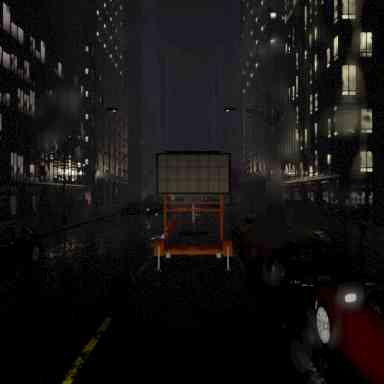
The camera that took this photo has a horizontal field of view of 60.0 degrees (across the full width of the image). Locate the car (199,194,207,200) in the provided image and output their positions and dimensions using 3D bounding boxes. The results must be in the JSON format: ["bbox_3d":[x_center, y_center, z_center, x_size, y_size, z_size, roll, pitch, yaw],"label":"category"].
[{"bbox_3d":[3.094,1.389,94.129,1.887,1.381,4.507,1,0,0],"label":"car"}]

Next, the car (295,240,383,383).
[{"bbox_3d":[2.710,1.545,3.332,1.887,1.381,4.507,0,0,0],"label":"car"}]

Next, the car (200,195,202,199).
[{"bbox_3d":[2.950,1.519,60.080,1.802,1.307,4.206,1,0,0],"label":"car"}]

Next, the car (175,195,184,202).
[{"bbox_3d":[-2.687,1.381,74.449,1.882,1.535,5.008,0,0,0],"label":"car"}]

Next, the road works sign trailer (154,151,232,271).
[{"bbox_3d":[0.046,0.463,10.928,2.380,3.560,2.880,0,0,0],"label":"road works sign trailer"}]

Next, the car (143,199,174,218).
[{"bbox_3d":[-2.974,1.585,30.219,1.895,1.301,4.718,0,0,0],"label":"car"}]

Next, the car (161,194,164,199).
[{"bbox_3d":[-5.477,1.274,48.780,2.192,1.841,5.009,0,0,0],"label":"car"}]

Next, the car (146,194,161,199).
[{"bbox_3d":[-5.502,1.407,43.105,1.967,1.590,4.097,0,0,0],"label":"car"}]

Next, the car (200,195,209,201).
[{"bbox_3d":[3.046,1.445,82.779,1.947,1.339,4.313,1,0,0],"label":"car"}]

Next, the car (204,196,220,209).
[{"bbox_3d":[2.878,1.533,43.057,1.947,1.339,4.313,0,0,0],"label":"car"}]

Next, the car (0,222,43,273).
[{"bbox_3d":[-5.646,1.550,9.049,2.008,1.369,4.403,0,0,0],"label":"car"}]

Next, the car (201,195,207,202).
[{"bbox_3d":[2.926,1.530,54.406,1.802,1.307,4.206,1,0,0],"label":"car"}]

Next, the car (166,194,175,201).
[{"bbox_3d":[-5.333,1.320,82.833,1.967,1.590,4.097,1,0,0],"label":"car"}]

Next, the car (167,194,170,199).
[{"bbox_3d":[-5.431,1.519,60.130,1.802,1.307,4.206,1,0,0],"label":"car"}]

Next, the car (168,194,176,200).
[{"bbox_3d":[-5.311,1.388,88.339,1.752,1.417,4.829,1,0,0],"label":"car"}]

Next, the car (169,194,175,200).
[{"bbox_3d":[-5.380,1.226,71.482,2.192,1.841,5.009,1,0,0],"label":"car"}]

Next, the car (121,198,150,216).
[{"bbox_3d":[-5.551,1.527,31.752,1.887,1.381,4.507,0,0,0],"label":"car"}]

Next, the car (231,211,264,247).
[{"bbox_3d":[2.759,1.522,14.853,1.752,1.417,4.829,0,0,0],"label":"car"}]

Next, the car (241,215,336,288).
[{"bbox_3d":[2.734,1.550,9.006,2.008,1.369,4.403,0,0,0],"label":"car"}]
